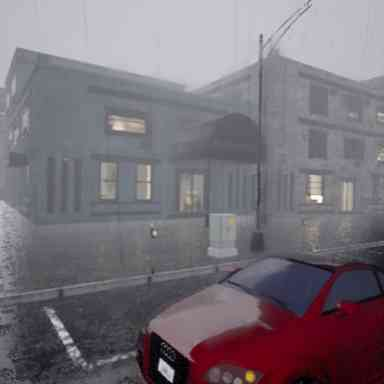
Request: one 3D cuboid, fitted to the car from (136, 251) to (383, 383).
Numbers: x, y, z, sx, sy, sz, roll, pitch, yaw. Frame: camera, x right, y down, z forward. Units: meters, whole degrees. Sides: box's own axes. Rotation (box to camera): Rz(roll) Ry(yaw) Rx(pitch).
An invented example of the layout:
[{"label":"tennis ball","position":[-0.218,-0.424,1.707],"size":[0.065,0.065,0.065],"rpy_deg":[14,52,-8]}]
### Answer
[{"label":"car","position":[1.427,1.536,4.274],"size":[4.181,1.385,1.994],"rpy_deg":[0,1,-33]}]
